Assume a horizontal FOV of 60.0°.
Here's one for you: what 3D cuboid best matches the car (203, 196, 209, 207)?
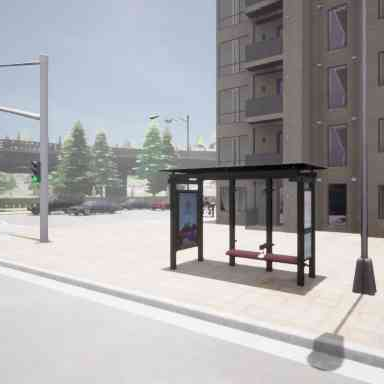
[{"bbox_3d":[0.747,1.296,47.883,4.553,1.767,2.097,0,0,-33],"label":"car"}]

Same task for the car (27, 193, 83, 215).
[{"bbox_3d":[-13.250,1.166,32.941,2.150,2.045,5.566,0,0,37],"label":"car"}]

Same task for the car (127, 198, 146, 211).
[{"bbox_3d":[-6.931,1.492,41.010,2.033,1.411,5.357,0,0,39],"label":"car"}]

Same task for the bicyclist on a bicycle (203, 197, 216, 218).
[{"bbox_3d":[1.295,1.245,26.646,1.656,1.620,0.582,0,0,36],"label":"bicyclist on a bicycle"}]

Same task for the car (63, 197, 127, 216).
[{"bbox_3d":[-9.318,1.492,32.392,2.033,1.411,5.357,0,0,37],"label":"car"}]

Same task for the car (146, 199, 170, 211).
[{"bbox_3d":[-2.868,1.545,40.327,1.895,1.301,4.718,0,0,43],"label":"car"}]

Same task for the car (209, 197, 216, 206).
[{"bbox_3d":[5.359,1.449,46.785,4.892,1.490,1.837,0,0,-29],"label":"car"}]
